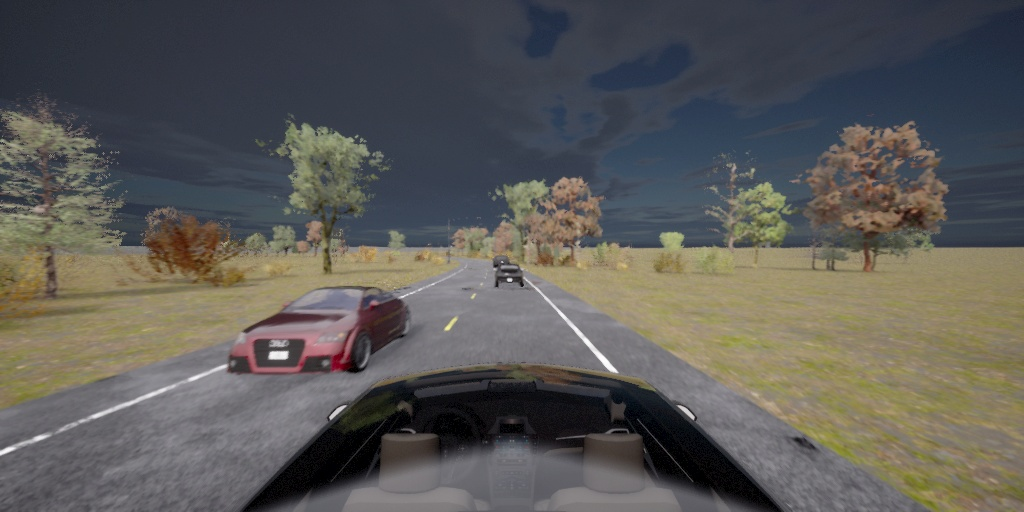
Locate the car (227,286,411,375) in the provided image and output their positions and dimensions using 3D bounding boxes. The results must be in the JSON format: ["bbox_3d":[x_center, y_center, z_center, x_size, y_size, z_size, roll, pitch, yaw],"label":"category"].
[{"bbox_3d":[-3.555,1.329,7.463,1.994,1.385,4.181,0,0,0],"label":"car"}]

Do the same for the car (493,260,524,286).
[{"bbox_3d":[-0.243,1.245,24.896,1.837,1.490,4.892,0,0,-2],"label":"car"}]

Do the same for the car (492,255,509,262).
[{"bbox_3d":[-1.521,0.928,49.385,2.150,2.045,5.566,0,0,-5],"label":"car"}]
